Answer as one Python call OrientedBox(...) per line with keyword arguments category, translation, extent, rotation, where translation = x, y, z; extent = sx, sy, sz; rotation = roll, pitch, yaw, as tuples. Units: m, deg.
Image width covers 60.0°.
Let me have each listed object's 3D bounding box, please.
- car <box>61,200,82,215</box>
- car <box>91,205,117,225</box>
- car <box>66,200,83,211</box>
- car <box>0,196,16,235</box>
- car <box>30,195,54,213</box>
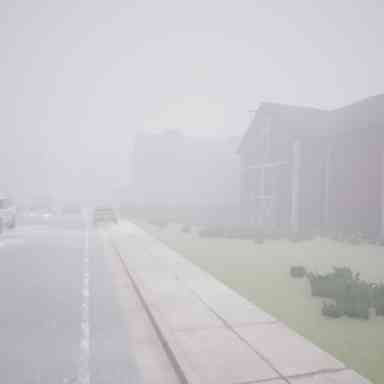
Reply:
OrientedBox(category="car", translation=(-13.689, 1.828, 37.868), extent=(1.994, 1.385, 4.181), rotation=(2, -1, -17))
OrientedBox(category="car", translation=(-7.178, 1.754, 26.879), extent=(1.816, 1.474, 4.193), rotation=(-4, 1, -20))
OrientedBox(category="car", translation=(-16.901, 1.877, 47.960), extent=(2.033, 1.411, 5.357), rotation=(2, -1, -17))
OrientedBox(category="car", translation=(-11.484, 1.222, 18.700), extent=(2.150, 2.045, 5.566), rotation=(2, -1, -17))
OrientedBox(category="car", translation=(-18.278, 1.359, 40.676), extent=(2.150, 2.045, 5.566), rotation=(2, -1, -17))
